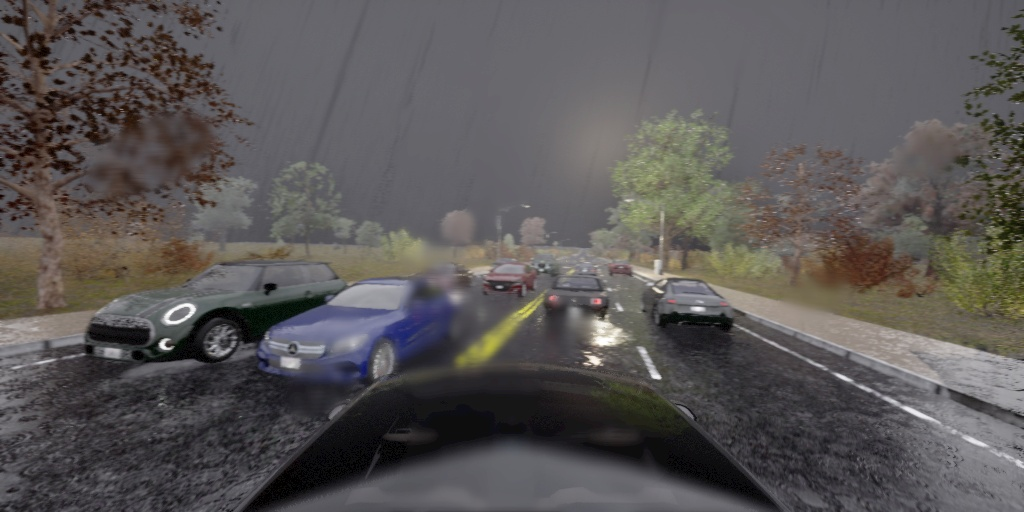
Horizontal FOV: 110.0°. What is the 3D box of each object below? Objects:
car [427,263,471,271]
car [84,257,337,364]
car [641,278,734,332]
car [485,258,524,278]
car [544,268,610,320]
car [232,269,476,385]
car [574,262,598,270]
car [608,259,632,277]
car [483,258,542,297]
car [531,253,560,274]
[{"bbox_3d":[-3.272,1.051,18.146,1.994,1.385,4.181,2,1,13],"label":"car"},{"bbox_3d":[-5.577,0.871,7.640,2.097,1.767,4.553,2,1,13],"label":"car"},{"bbox_3d":[5.424,1.386,11.562,1.994,1.385,4.181,2,1,12],"label":"car"},{"bbox_3d":[-0.505,0.937,30.632,2.128,1.511,4.902,2,1,13],"label":"car"},{"bbox_3d":[2.337,1.317,12.655,1.895,1.301,4.718,2,1,12],"label":"car"},{"bbox_3d":[-2.400,1.150,6.997,1.812,1.442,4.674,2,0,13],"label":"car"},{"bbox_3d":[6.318,1.201,30.779,2.033,1.411,5.357,2,1,13],"label":"car"},{"bbox_3d":[10.843,1.088,36.154,2.097,1.767,4.553,2,1,12],"label":"car"},{"bbox_3d":[0.023,1.069,17.975,1.882,1.535,5.008,2,1,13],"label":"car"},{"bbox_3d":[2.950,0.769,31.132,2.150,2.045,5.566,2,0,13],"label":"car"}]
